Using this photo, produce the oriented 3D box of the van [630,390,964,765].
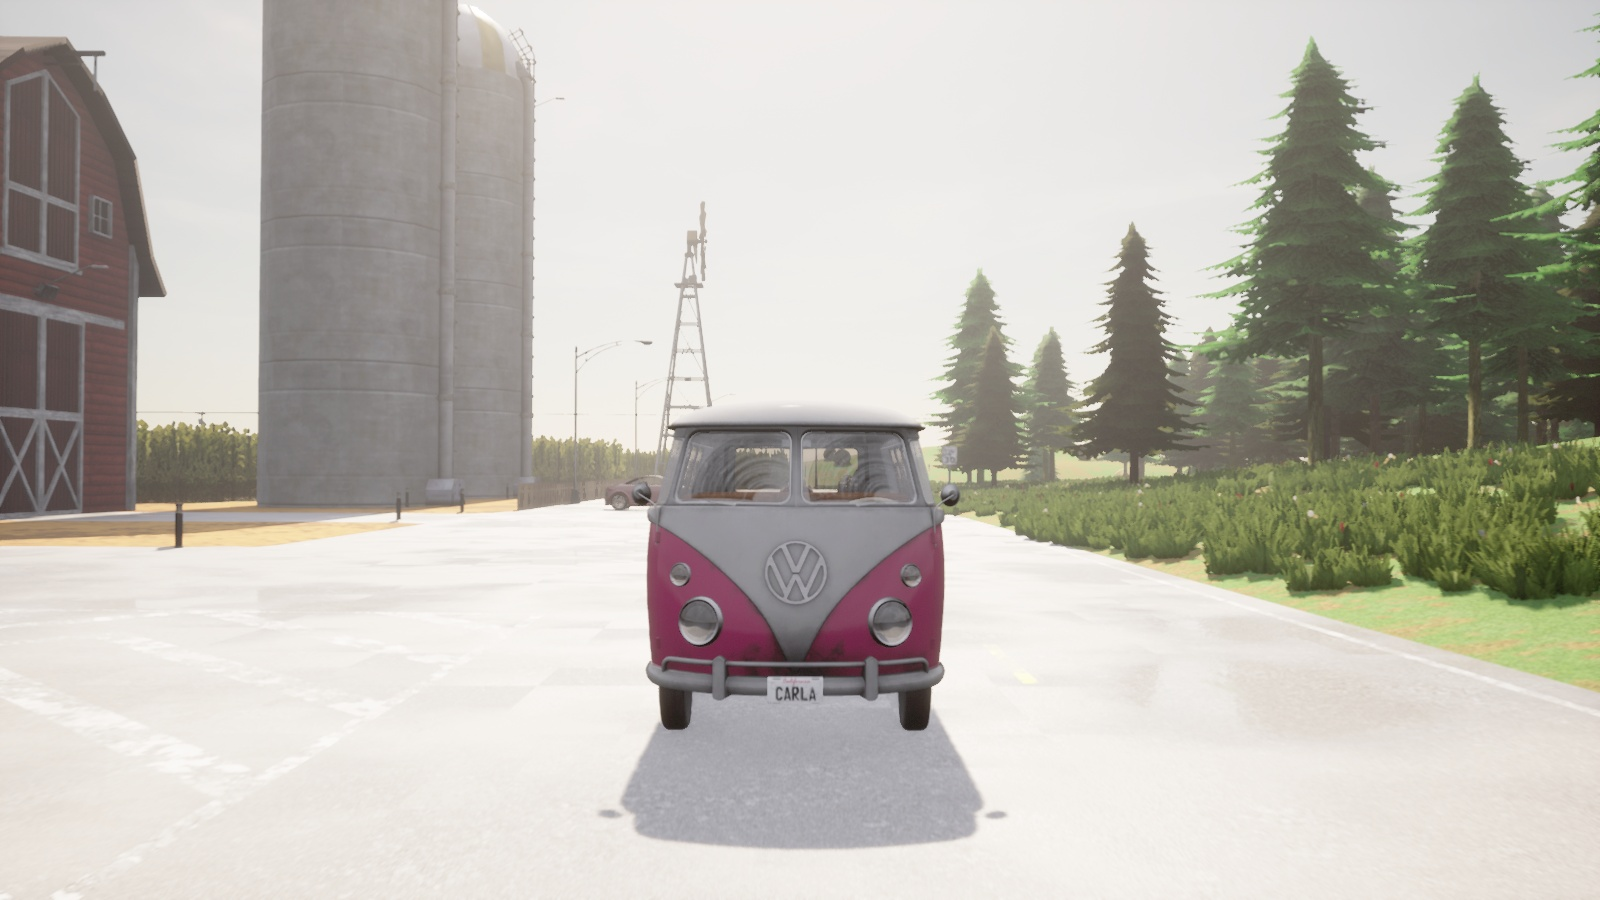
[{"bbox_3d":[-0.023,0.723,8.921,1.775,1.987,4.442,0,-1,0],"label":"van"}]
